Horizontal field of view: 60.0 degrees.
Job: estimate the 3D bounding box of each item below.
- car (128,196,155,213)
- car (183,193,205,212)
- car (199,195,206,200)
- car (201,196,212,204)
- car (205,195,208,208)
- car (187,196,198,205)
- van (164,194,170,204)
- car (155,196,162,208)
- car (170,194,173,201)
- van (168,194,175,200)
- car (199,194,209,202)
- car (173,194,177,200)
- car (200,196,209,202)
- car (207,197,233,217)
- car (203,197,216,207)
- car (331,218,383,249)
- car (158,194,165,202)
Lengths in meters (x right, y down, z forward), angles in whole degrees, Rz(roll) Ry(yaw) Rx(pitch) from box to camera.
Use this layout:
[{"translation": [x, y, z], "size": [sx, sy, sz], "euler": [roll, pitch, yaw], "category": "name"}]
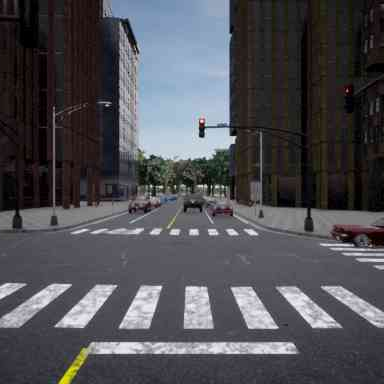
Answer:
[{"translation": [-5.752, 1.321, 37.115], "size": [2.192, 1.841, 5.009], "euler": [0, 0, 0], "category": "car"}, {"translation": [0.107, 1.226, 39.704], "size": [2.150, 2.045, 5.566], "euler": [0, 0, 0], "category": "car"}, {"translation": [2.790, 1.560, 91.658], "size": [1.752, 1.417, 4.829], "euler": [0, 0, 0], "category": "car"}, {"translation": [2.782, 1.542, 64.470], "size": [1.752, 1.417, 4.829], "euler": [0, 0, 0], "category": "car"}, {"translation": [2.777, 1.560, 47.987], "size": [2.008, 1.369, 4.403], "euler": [0, 0, 0], "category": "car"}, {"translation": [0.117, 1.563, 61.947], "size": [2.033, 1.411, 5.357], "euler": [0, 0, 0], "category": "car"}, {"translation": [-5.743, 1.358, 64.303], "size": [1.690, 1.788, 3.998], "euler": [0, 0, 0], "category": "van"}, {"translation": [-5.748, 1.591, 47.990], "size": [1.802, 1.307, 4.206], "euler": [0, 0, 0], "category": "car"}, {"translation": [-5.741, 1.570, 69.740], "size": [2.008, 1.369, 4.403], "euler": [0, 0, 0], "category": "car"}, {"translation": [-5.735, 1.376, 91.491], "size": [1.690, 1.788, 3.998], "euler": [0, 0, 0], "category": "van"}, {"translation": [2.787, 1.341, 80.613], "size": [2.192, 1.841, 5.009], "euler": [0, 0, 0], "category": "car"}, {"translation": [-5.736, 1.596, 86.053], "size": [1.947, 1.339, 4.313], "euler": [0, 0, 0], "category": "car"}, {"translation": [2.786, 1.548, 75.345], "size": [1.752, 1.417, 4.829], "euler": [0, 0, 0], "category": "car"}, {"translation": [2.772, 1.444, 31.675], "size": [1.967, 1.590, 4.097], "euler": [0, 0, 0], "category": "car"}, {"translation": [2.779, 1.556, 53.425], "size": [1.887, 1.381, 4.507], "euler": [0, 0, 0], "category": "car"}, {"translation": [8.808, 1.801, 14.808], "size": [4.718, 1.301, 1.895], "euler": [1, 0, 5], "category": "car"}, {"translation": [-5.746, 1.537, 53.258], "size": [1.752, 1.417, 4.829], "euler": [0, 0, 0], "category": "car"}]
